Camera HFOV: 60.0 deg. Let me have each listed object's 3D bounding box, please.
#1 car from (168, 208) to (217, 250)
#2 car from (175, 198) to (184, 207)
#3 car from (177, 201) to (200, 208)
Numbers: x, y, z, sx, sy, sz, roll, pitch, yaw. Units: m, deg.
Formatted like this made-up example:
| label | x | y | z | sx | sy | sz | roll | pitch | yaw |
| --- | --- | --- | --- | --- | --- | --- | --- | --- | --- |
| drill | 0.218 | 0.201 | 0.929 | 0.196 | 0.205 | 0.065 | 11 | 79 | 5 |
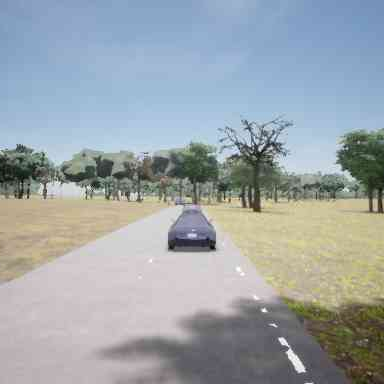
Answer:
| label | x | y | z | sx | sy | sz | roll | pitch | yaw |
| --- | --- | --- | --- | --- | --- | --- | --- | --- | --- |
| car | 0.000 | 1.632 | 14.655 | 1.994 | 1.385 | 4.181 | 0 | 0 | 0 |
| car | -2.750 | 2.286 | 75.937 | 2.150 | 2.045 | 5.566 | 0 | -1 | 0 |
| car | 0.000 | 1.786 | 29.659 | 2.033 | 1.411 | 5.357 | 0 | -1 | 0 |
